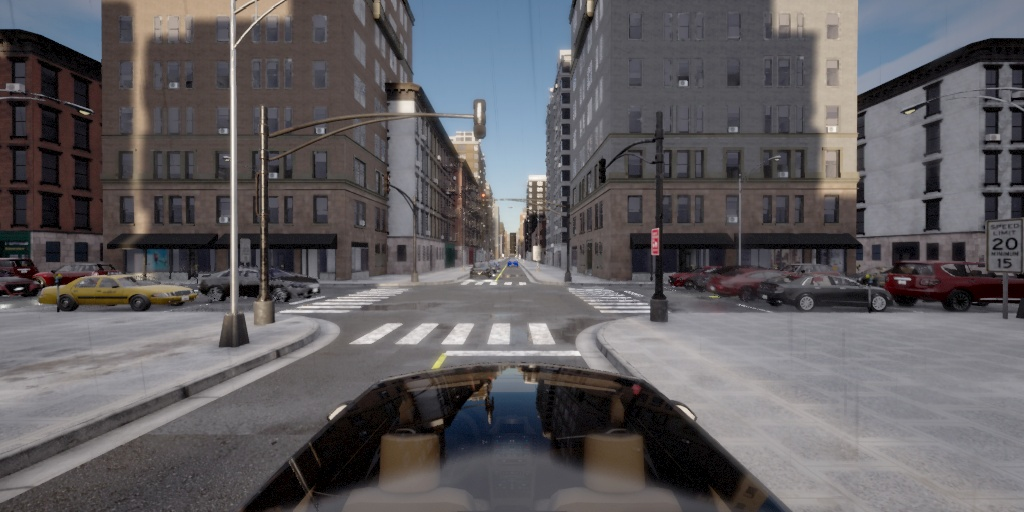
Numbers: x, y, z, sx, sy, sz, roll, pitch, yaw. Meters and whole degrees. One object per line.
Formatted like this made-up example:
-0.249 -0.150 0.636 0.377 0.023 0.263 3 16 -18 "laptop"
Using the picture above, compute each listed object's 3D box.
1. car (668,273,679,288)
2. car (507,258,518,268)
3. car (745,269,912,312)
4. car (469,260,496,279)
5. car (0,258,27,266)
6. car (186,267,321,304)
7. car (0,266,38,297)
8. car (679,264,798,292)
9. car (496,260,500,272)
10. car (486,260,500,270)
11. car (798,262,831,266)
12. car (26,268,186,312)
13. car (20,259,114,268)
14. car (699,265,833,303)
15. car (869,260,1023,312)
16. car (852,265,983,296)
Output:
11.817 1.280 21.644 4.507 1.381 1.888 0 0 0 "car"
0.144 1.245 63.126 1.882 1.535 5.008 0 0 0 "car"
11.791 1.325 13.619 4.403 1.370 2.007 0 0 0 "car"
-2.777 1.259 33.016 1.837 1.490 4.892 0 0 0 "car"
-32.014 1.041 21.784 5.009 1.841 2.192 0 0 0 "car"
-11.154 1.249 16.027 4.902 1.511 2.128 0 0 4 "car"
-24.335 1.319 16.271 4.181 1.385 1.994 0 0 0 "car"
11.919 1.252 19.100 4.892 1.490 1.837 0 0 0 "car"
-2.754 1.305 42.813 2.033 1.411 5.357 0 0 0 "car"
-2.725 1.287 52.716 1.812 1.442 4.674 0 0 1 "car"
17.226 1.176 21.626 4.097 1.591 1.967 0 0 0 "car"
-14.885 1.293 13.704 4.829 1.417 1.751 0 0 0 "car"
-26.352 1.167 21.766 4.097 1.591 1.967 0 0 0 "car"
11.337 1.287 16.152 4.674 1.442 1.812 0 0 0 "car"
17.200 1.090 13.601 5.009 1.841 2.192 0 0 0 "car"
21.401 1.255 19.073 4.892 1.490 1.837 0 0 0 "car"
